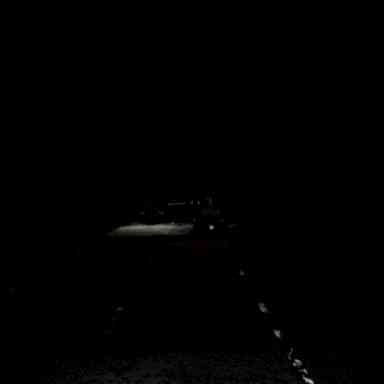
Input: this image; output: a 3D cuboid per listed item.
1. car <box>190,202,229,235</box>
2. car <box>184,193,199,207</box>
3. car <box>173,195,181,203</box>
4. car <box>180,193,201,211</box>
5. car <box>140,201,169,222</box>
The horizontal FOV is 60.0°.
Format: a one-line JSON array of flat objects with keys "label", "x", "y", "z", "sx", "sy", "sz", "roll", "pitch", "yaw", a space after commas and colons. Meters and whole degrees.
[{"label": "car", "x": 0.953, "y": 1.519, "z": 18.465, "sx": 1.812, "sy": 1.442, "sz": 4.674, "roll": 0, "pitch": 0, "yaw": 0}, {"label": "car", "x": -0.024, "y": 1.194, "z": 50.620, "sx": 2.150, "sy": 2.045, "sz": 5.566, "roll": 0, "pitch": 0, "yaw": 0}, {"label": "car", "x": -2.787, "y": 1.317, "z": 67.506, "sx": 2.097, "sy": 1.767, "sz": 4.553, "roll": 0, "pitch": 0, "yaw": 0}, {"label": "car", "x": 0.018, "y": 1.333, "z": 40.033, "sx": 2.097, "sy": 1.767, "sz": 4.553, "roll": 0, "pitch": 0, "yaw": 0}, {"label": "car", "x": -2.862, "y": 1.467, "z": 26.045, "sx": 1.882, "sy": 1.535, "sz": 5.008, "roll": 0, "pitch": 0, "yaw": 0}]
